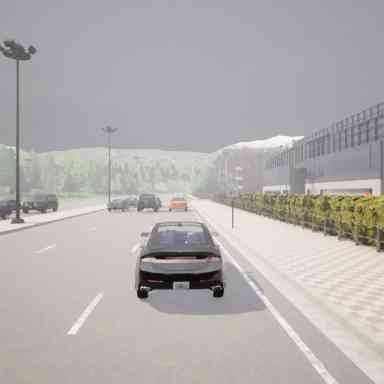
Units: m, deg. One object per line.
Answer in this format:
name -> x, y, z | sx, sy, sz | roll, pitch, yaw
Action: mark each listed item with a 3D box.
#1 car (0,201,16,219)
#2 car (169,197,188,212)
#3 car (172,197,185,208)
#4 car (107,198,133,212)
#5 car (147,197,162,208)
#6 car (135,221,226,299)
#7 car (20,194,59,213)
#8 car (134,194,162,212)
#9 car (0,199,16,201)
car -> -16.184, 1.601, 26.146 | 1.895, 1.301, 4.718 | 0, 0, -2
car -> -1.618, 1.352, 39.687 | 2.097, 1.767, 4.553 | 0, 0, -2
car -> -2.002, 1.505, 49.736 | 1.837, 1.490, 4.892 | 0, 0, -2
car -> -8.603, 1.547, 39.147 | 2.033, 1.411, 5.357 | 0, 0, -2
car -> -5.498, 1.478, 49.575 | 1.882, 1.535, 5.008 | 0, 0, -2
car -> -0.307, 1.492, 8.496 | 2.128, 1.511, 4.902 | 0, 0, -3
car -> -16.570, 1.221, 36.632 | 2.150, 2.045, 5.566 | 0, 0, -3
car -> -5.091, 1.221, 38.895 | 2.150, 2.045, 5.566 | 0, 0, -2
car -> -20.033, 1.505, 35.439 | 1.837, 1.490, 4.892 | 0, 0, -2
